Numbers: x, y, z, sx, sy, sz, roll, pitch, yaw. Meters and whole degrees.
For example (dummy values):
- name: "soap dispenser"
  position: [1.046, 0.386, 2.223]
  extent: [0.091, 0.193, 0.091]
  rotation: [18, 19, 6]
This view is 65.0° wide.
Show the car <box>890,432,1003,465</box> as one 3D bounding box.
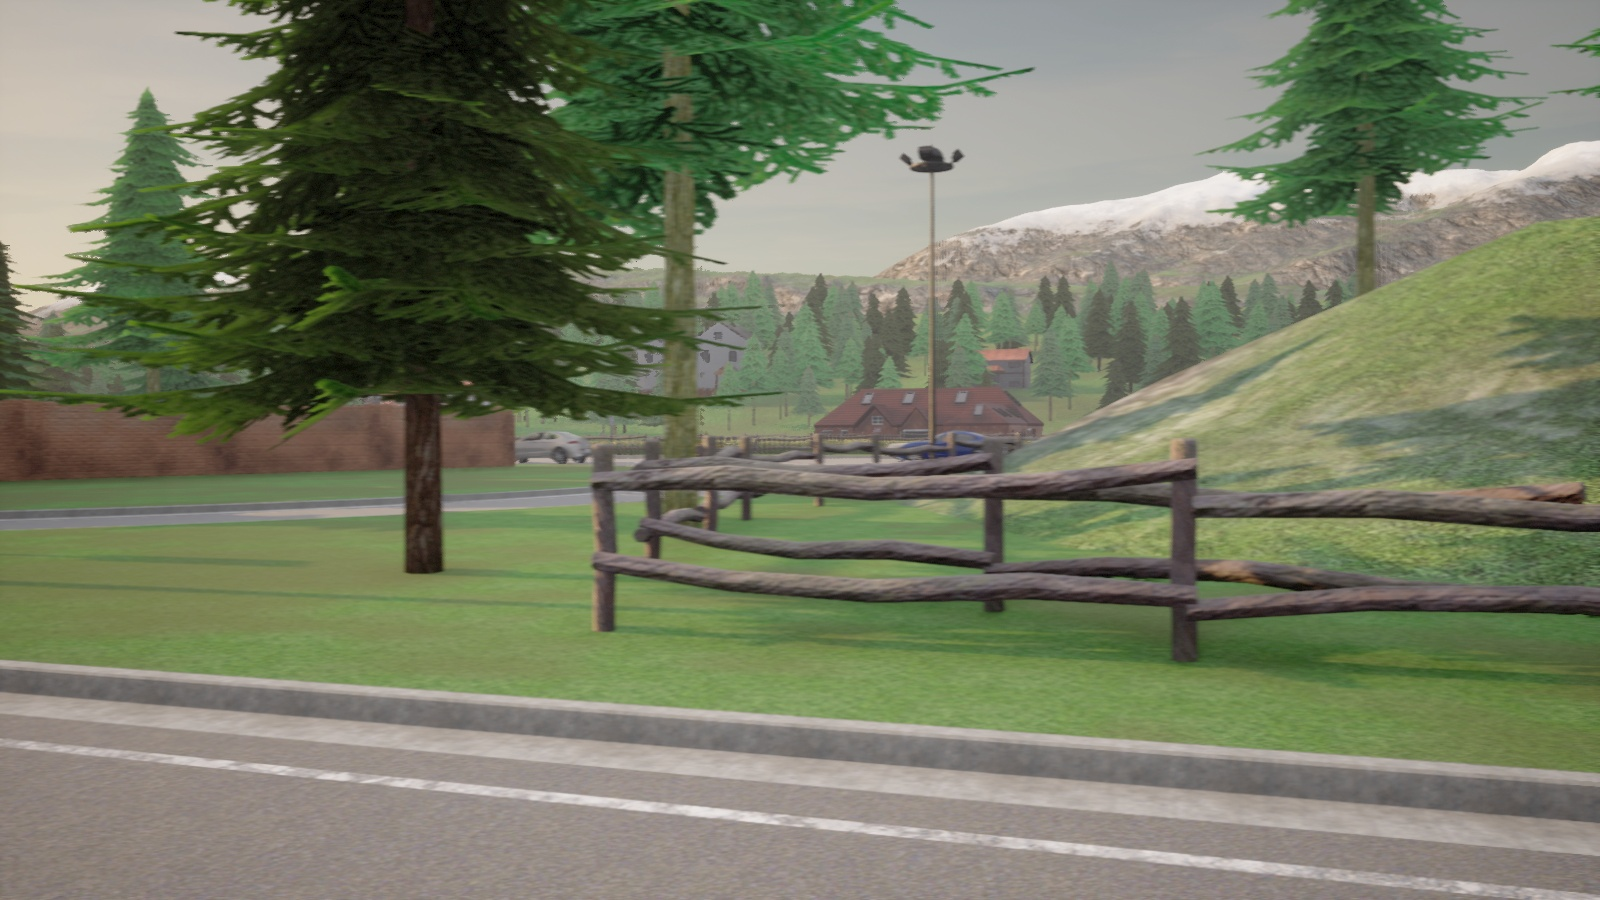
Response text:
- name: "car"
  position: [6.959, -0.099, 59.535]
  extent: [5.008, 1.535, 1.882]
  rotation: [0, 1, 19]

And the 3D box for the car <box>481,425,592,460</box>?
- name: "car"
  position: [-13.161, -0.385, 62.664]
  extent: [5.027, 1.651, 2.152]
  rotation: [1, 1, 19]
